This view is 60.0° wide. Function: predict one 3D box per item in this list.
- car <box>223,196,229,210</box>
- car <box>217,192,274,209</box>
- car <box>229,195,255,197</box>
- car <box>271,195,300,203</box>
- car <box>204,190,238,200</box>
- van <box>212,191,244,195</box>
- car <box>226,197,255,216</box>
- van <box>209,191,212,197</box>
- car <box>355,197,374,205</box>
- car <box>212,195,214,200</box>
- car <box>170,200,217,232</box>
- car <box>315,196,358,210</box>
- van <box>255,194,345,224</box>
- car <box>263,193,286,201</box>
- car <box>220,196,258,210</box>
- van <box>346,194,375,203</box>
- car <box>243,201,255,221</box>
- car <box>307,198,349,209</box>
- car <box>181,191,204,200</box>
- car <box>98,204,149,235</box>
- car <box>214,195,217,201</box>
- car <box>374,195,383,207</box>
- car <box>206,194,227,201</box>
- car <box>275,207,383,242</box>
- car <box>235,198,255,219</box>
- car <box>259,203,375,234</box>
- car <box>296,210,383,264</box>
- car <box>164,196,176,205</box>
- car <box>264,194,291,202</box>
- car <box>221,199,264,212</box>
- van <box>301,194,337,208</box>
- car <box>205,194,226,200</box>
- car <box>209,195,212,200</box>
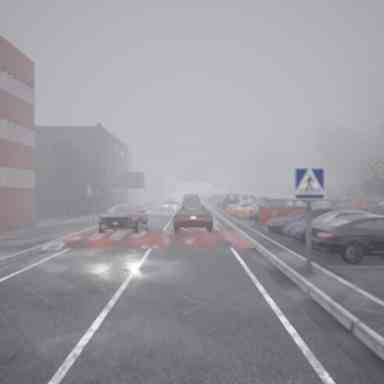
[{"bbox_3d":[6.152,1.496,33.698,5.366,1.575,1.946,0,0,-1],"label":"car"},{"bbox_3d":[5.965,1.254,36.522,5.566,2.045,2.435,0,0,-1],"label":"car"},{"bbox_3d":[6.029,1.366,30.871,4.553,1.767,2.185,0,0,-1],"label":"car"},{"bbox_3d":[18.214,1.347,64.974,4.892,1.521,2.231,0,1,-1],"label":"car"},{"bbox_3d":[5.634,1.139,61.967,5.566,2.045,2.435,0,1,-1],"label":"car"},{"bbox_3d":[5.869,1.288,53.615,4.442,1.987,1.878,0,1,-1],"label":"van"},{"bbox_3d":[5.843,1.482,28.043,5.366,1.575,1.946,0,0,-1],"label":"car"},{"bbox_3d":[5.809,1.208,59.144,4.442,1.987,1.878,0,1,-1],"label":"van"},{"bbox_3d":[18.568,1.491,31.196,5.008,1.535,2.097,0,0,-1],"label":"car"},{"bbox_3d":[5.787,1.574,50.658,4.674,1.452,2.002,0,0,-1],"label":"car"},{"bbox_3d":[0.056,1.411,17.922,1.994,1.385,4.181,0,-6,0],"label":"car"},{"bbox_3d":[18.412,1.393,42.490,4.553,1.767,2.185,0,0,-1],"label":"car"},{"bbox_3d":[6.236,1.239,19.570,4.442,1.987,1.878,0,0,-1],"label":"van"},{"bbox_3d":[18.087,1.091,73.442,4.553,1.767,2.185,0,1,-1],"label":"car"},{"bbox_3d":[5.907,1.393,42.173,4.553,1.767,2.185,0,0,-1],"label":"car"},{"bbox_3d":[18.650,1.272,33.895,4.442,1.987,1.878,0,0,-1],"label":"van"},{"bbox_3d":[6.087,1.512,22.394,4.674,1.452,2.002,0,0,-1],"label":"car"},{"bbox_3d":[18.447,1.555,45.188,4.792,1.488,2.163,0,0,-1],"label":"car"},{"bbox_3d":[-0.079,1.264,39.720,2.150,2.045,5.566,0,0,0],"label":"car"},{"bbox_3d":[-3.393,1.343,17.260,1.882,1.535,5.008,0,-5,0],"label":"car"},{"bbox_3d":[5.840,1.526,44.998,5.008,1.535,2.097,0,0,-1],"label":"car"},{"bbox_3d":[18.624,1.359,28.374,4.553,1.767,2.185,0,0,-1],"label":"car"},{"bbox_3d":[5.512,1.215,76.098,4.674,1.452,2.002,0,1,-1],"label":"car"},{"bbox_3d":[6.183,1.491,13.917,4.674,1.452,2.002,0,0,-1],"label":"car"},{"bbox_3d":[6.244,1.475,25.221,5.366,1.575,1.946,0,0,-1],"label":"car"},{"bbox_3d":[6.121,1.488,16.742,4.792,1.488,2.163,0,0,-1],"label":"car"},{"bbox_3d":[6.209,1.484,11.091,4.674,1.452,2.002,0,0,-1],"label":"car"},{"bbox_3d":[-3.675,1.497,57.511,1.812,1.442,4.674,0,0,0],"label":"car"},{"bbox_3d":[18.142,1.258,70.745,5.008,1.535,2.097,0,1,-1],"label":"car"},{"bbox_3d":[5.909,1.552,39.347,4.674,1.452,2.002,0,0,-1],"label":"car"},{"bbox_3d":[18.267,1.306,48.013,4.442,1.987,1.878,0,0,-1],"label":"van"},{"bbox_3d":[5.508,1.162,78.925,4.792,1.488,2.163,0,1,-1],"label":"car"},{"bbox_3d":[5.725,1.517,56.322,4.674,1.452,2.002,0,1,-1],"label":"car"}]
